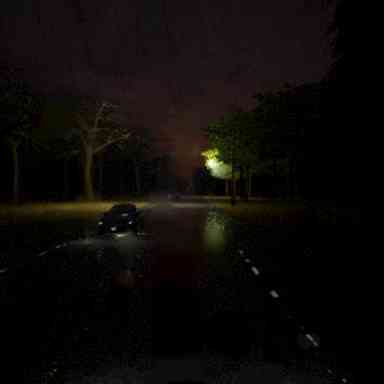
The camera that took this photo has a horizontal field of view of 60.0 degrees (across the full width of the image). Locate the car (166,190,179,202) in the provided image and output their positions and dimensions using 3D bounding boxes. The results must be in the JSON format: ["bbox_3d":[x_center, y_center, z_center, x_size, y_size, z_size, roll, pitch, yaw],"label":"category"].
[{"bbox_3d":[-3.465,0.709,60.152,2.150,2.045,5.566,0,0,1],"label":"car"}]

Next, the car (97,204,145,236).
[{"bbox_3d":[-3.566,1.389,17.440,1.812,1.442,4.674,0,0,0],"label":"car"}]
